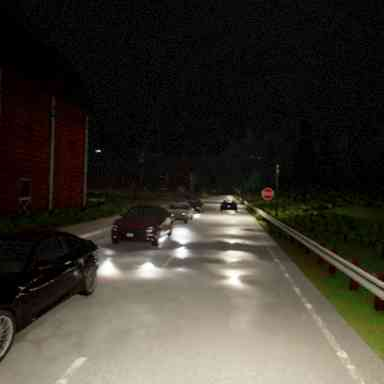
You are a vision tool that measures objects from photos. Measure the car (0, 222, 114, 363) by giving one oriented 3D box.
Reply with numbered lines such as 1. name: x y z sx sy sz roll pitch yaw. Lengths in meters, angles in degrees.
1. car: -3.096 1.400 5.736 1.812 1.442 4.674 2 0 6

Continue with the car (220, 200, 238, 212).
1. car: 4.366 1.577 39.175 1.994 1.385 4.181 2 0 7

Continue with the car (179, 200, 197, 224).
1. car: -1.010 1.482 24.267 1.895 1.301 4.718 2 0 6

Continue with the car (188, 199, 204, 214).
1. car: 0.232 1.435 34.870 2.033 1.411 5.357 2 0 7

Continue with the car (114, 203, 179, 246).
1. car: -2.060 1.355 15.021 1.882 1.535 5.008 2 0 6
